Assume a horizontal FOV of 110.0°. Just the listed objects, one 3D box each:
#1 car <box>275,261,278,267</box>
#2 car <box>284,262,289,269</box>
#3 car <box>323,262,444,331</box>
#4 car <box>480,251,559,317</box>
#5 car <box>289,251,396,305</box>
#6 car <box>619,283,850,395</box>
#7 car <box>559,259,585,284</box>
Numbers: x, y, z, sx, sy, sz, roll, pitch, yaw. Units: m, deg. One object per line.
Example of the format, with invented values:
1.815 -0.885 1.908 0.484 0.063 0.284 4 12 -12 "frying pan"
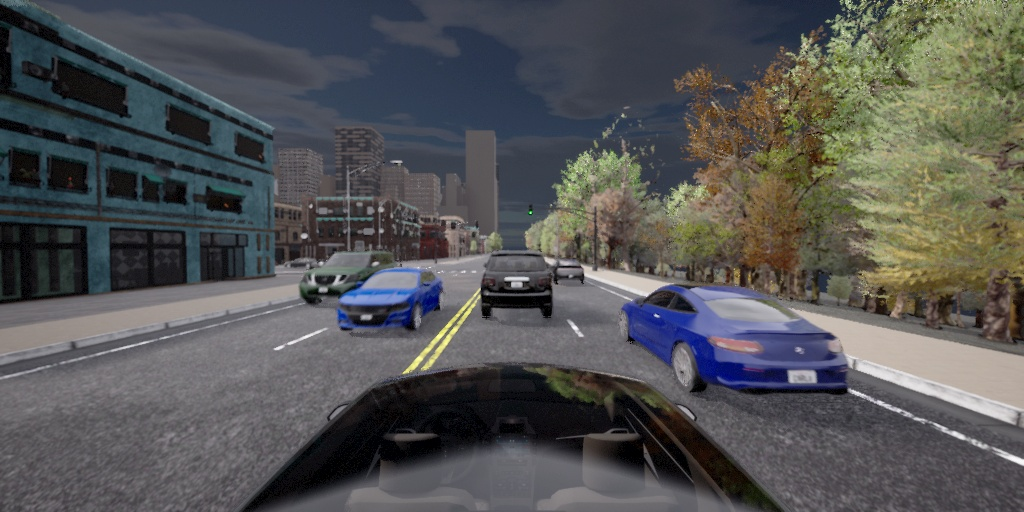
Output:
-33.611 1.032 48.003 4.207 1.307 1.802 0 0 0 "car"
-28.076 0.937 47.970 4.403 1.370 2.007 0 0 0 "car"
-3.311 1.105 10.685 1.882 1.535 5.008 0 1 0 "car"
0.150 0.826 12.469 2.150 2.045 5.566 0 1 0 "car"
-6.539 0.790 15.213 2.150 2.045 5.566 0 1 0 "car"
3.369 1.211 6.430 1.812 1.442 4.674 0 0 1 "car"
3.445 0.947 23.241 2.128 1.511 4.902 0 1 0 "car"
